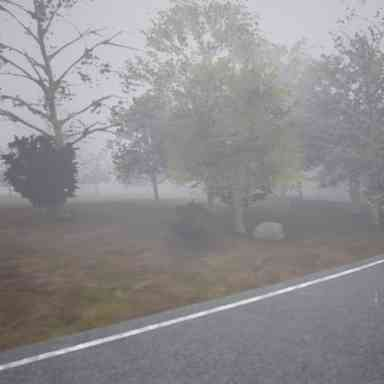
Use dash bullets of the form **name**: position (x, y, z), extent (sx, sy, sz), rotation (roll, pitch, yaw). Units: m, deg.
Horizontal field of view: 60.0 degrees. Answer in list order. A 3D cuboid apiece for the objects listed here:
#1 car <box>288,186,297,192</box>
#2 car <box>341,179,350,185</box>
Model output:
- **car**: position (21.587, -0.792, 69.831), extent (2.128, 1.511, 4.902), rotation (-2, 3, 31)
- **car**: position (35.439, -2.453, 79.062), extent (5.566, 2.045, 2.150), rotation (-4, 3, -11)
